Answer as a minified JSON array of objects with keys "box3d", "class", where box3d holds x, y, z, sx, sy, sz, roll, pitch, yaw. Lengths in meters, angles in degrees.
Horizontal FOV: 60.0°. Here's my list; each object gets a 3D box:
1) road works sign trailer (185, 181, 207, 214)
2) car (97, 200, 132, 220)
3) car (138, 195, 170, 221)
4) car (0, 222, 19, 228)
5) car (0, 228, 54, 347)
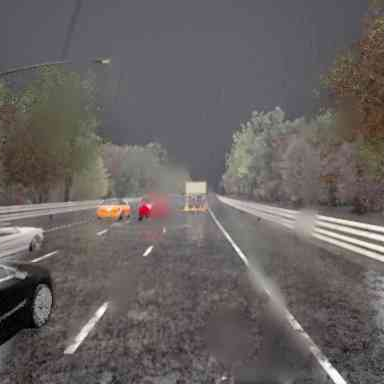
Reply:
[{"box3d":[0.412,0.568,36.399,2.380,3.560,2.880,0,0,2],"class":"road works sign trailer"},{"box3d":[-6.627,1.439,28.811,2.097,1.767,4.553,0,0,1],"class":"car"},{"box3d":[-3.139,1.306,28.312,2.150,2.045,5.566,0,0,1],"class":"car"},{"box3d":[-6.832,1.644,11.141,1.895,1.301,4.718,0,0,0],"class":"car"},{"box3d":[-3.385,1.510,4.066,2.128,1.511,4.902,0,0,0],"class":"car"}]
